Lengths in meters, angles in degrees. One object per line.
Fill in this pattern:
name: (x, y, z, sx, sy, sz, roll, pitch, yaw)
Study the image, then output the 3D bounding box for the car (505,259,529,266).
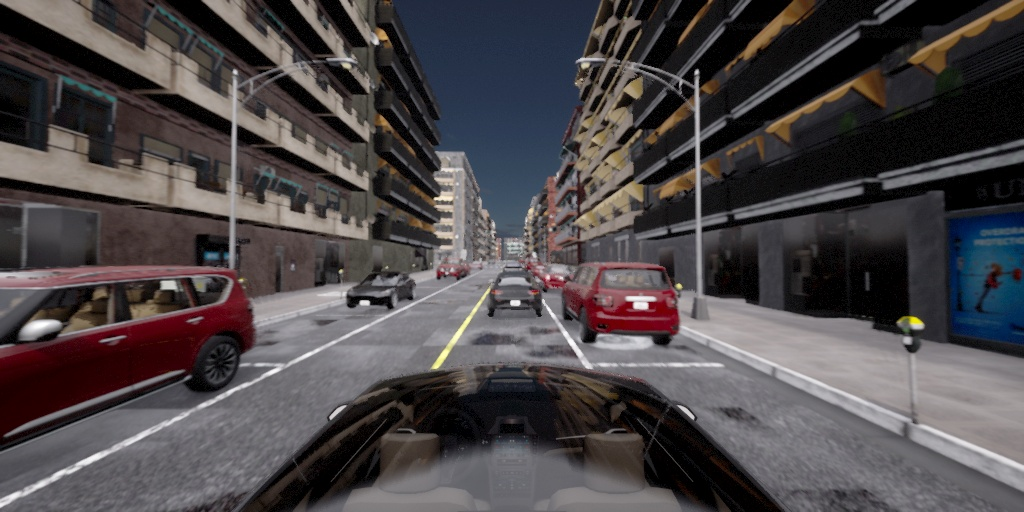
car: (0.115, 1.273, 31.218, 2.128, 1.511, 4.902, 0, 0, 0)

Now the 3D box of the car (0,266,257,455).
car: (-5.313, 1.065, 4.033, 2.192, 1.841, 5.009, 0, 0, 0)

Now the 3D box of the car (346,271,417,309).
car: (-5.308, 1.323, 15.096, 1.948, 1.339, 4.313, 0, 0, 0)

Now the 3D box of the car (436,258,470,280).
car: (-5.301, 1.097, 31.684, 2.192, 1.841, 5.009, 0, 0, 0)

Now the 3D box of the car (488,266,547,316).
car: (0.106, 1.282, 13.380, 1.812, 1.442, 4.674, 0, 0, 0)

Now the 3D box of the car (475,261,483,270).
car: (-5.291, 1.425, 53.809, 1.802, 1.307, 4.207, 0, 0, 0)

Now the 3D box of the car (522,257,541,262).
car: (2.552, 1.124, 42.688, 2.192, 1.841, 5.009, 0, 0, 0)

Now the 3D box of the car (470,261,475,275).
car: (-5.299, 1.340, 37.216, 1.888, 1.381, 4.507, 0, 0, 0)

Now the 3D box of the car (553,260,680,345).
car: (2.537, 1.068, 9.501, 2.192, 1.841, 5.009, 0, 0, 0)

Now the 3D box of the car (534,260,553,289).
car: (2.542, 1.204, 20.564, 1.967, 1.591, 4.097, 0, 0, 0)

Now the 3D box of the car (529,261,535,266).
car: (2.547, 1.364, 31.626, 1.802, 1.307, 4.207, 0, 0, 0)
